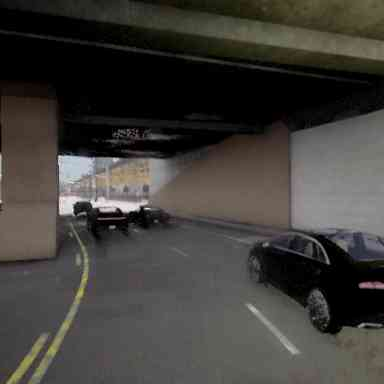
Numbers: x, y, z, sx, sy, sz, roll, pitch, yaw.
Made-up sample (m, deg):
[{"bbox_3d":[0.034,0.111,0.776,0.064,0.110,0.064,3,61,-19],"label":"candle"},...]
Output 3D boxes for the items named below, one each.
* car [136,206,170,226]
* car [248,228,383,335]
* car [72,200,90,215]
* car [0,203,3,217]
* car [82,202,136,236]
[{"bbox_3d":[-3.212,1.670,24.322,1.895,1.301,4.718,-1,0,-22],"label":"car"},{"bbox_3d":[2.648,1.474,6.778,2.128,1.511,4.902,0,0,-10],"label":"car"},{"bbox_3d":[-11.780,1.679,36.015,1.837,1.490,4.892,-1,0,-22],"label":"car"},{"bbox_3d":[-17.784,1.757,31.758,1.812,1.442,4.674,-1,0,-22],"label":"car"},{"bbox_3d":[-4.888,1.570,19.004,2.128,1.511,4.902,-1,0,-21],"label":"car"}]
